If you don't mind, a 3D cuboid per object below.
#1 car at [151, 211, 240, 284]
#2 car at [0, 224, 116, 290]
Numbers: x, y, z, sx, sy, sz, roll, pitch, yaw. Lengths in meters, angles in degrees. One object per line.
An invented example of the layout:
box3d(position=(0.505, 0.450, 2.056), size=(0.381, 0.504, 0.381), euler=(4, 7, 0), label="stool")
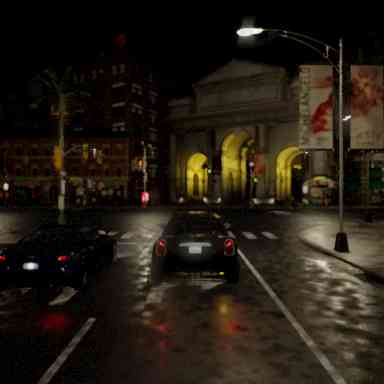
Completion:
box3d(position=(0.088, 1.331, 9.692), size=(2.097, 1.767, 4.553), euler=(0, 0, 0), label="car")
box3d(position=(-3.421, 1.544, 9.080), size=(1.994, 1.385, 4.181), euler=(0, 0, 0), label="car")
